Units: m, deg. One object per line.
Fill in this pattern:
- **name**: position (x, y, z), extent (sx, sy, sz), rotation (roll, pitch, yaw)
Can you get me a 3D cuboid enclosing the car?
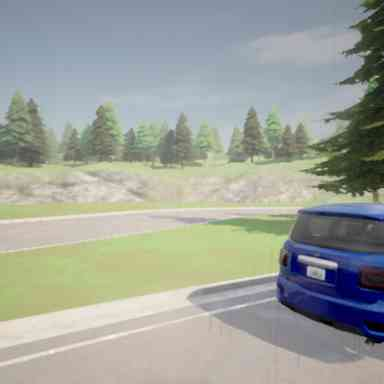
- **car**: position (4.035, 1.226, 5.993), extent (5.566, 2.045, 2.150), rotation (0, 0, -31)
